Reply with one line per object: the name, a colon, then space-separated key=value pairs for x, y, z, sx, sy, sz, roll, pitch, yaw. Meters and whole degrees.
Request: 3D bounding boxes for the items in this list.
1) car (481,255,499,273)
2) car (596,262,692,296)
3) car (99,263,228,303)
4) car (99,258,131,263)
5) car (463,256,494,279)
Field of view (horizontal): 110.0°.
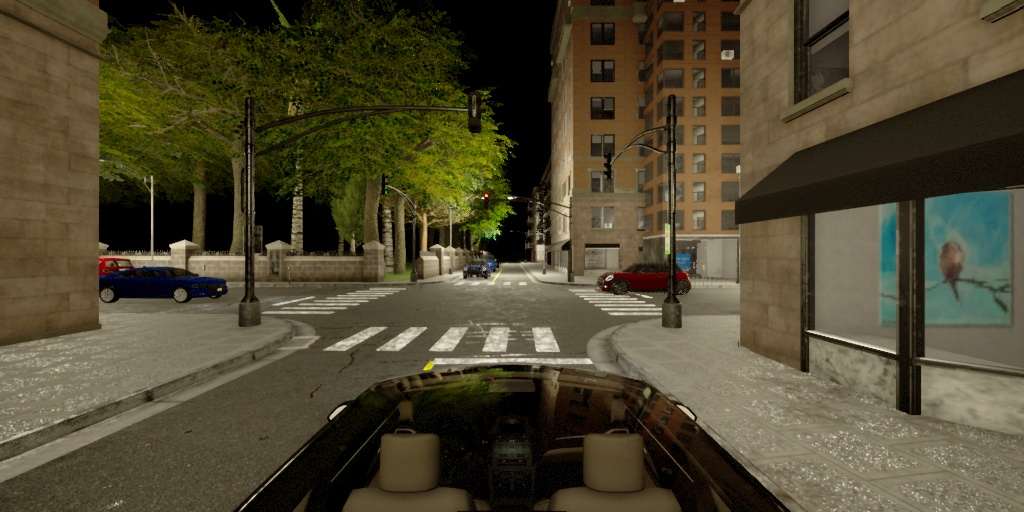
car: x=-3.043 y=0.933 z=43.238 sx=2.150 sy=2.045 sz=5.566 roll=0 pitch=0 yaw=0
car: x=6.799 y=1.111 z=18.812 sx=4.553 sy=1.767 sz=2.097 roll=0 pitch=0 yaw=1
car: x=-15.473 y=1.212 z=15.908 sx=5.008 sy=1.535 sz=1.882 roll=0 pitch=0 yaw=0
car: x=-25.925 y=1.035 z=21.825 sx=5.009 sy=1.841 sz=2.192 roll=0 pitch=0 yaw=1
car: x=-3.093 y=1.083 z=32.212 sx=2.097 sy=1.767 sz=4.553 roll=0 pitch=0 yaw=1
